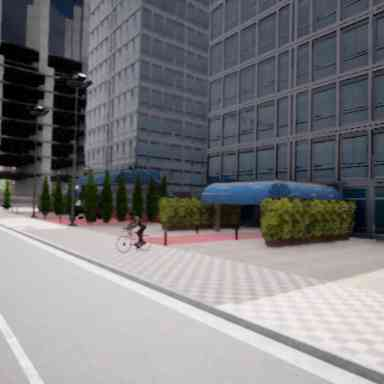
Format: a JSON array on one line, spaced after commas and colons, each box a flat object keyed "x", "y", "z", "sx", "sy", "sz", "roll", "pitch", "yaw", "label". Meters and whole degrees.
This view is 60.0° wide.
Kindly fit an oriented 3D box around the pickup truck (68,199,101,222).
[{"x": -10.483, "y": 1.813, "z": 33.211, "sx": 2.390, "sy": 2.098, "sz": 6.274, "roll": 2, "pitch": -2, "yaw": -8, "label": "pickup truck"}]

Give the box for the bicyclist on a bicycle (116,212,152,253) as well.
[{"x": -2.351, "y": 1.669, "z": 13.741, "sx": 1.656, "sy": 1.620, "sz": 0.582, "roll": 2, "pitch": -2, "yaw": -38, "label": "bicyclist on a bicycle"}]
